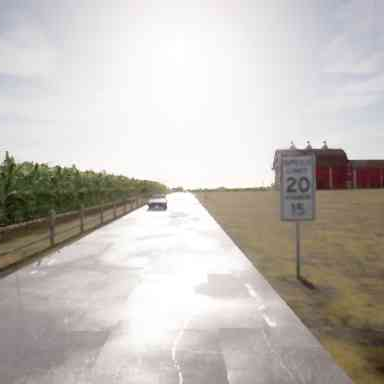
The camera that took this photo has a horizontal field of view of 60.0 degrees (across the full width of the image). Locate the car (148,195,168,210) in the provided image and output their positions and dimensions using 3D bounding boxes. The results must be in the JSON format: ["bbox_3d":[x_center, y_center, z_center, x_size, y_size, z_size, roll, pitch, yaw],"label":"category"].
[{"bbox_3d":[-3.424,0.981,34.289,2.033,1.411,5.357,-1,1,-1],"label":"car"}]
